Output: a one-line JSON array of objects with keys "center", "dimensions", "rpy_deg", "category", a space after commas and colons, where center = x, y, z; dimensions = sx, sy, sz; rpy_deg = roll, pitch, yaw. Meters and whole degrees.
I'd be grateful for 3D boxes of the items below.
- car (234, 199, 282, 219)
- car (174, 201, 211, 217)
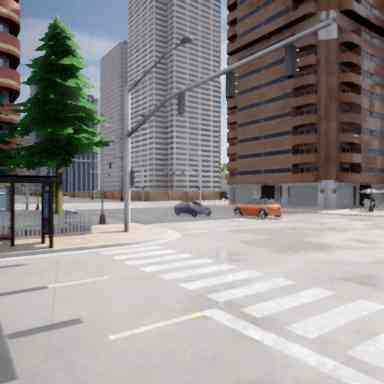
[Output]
[{"center": [5.916, 1.418, 30.259], "dimensions": [2.097, 1.767, 4.553], "rpy_deg": [0, 0, -34], "category": "car"}, {"center": [-0.053, 1.590, 32.362], "dimensions": [1.812, 1.442, 4.674], "rpy_deg": [0, 0, -35], "category": "car"}]
